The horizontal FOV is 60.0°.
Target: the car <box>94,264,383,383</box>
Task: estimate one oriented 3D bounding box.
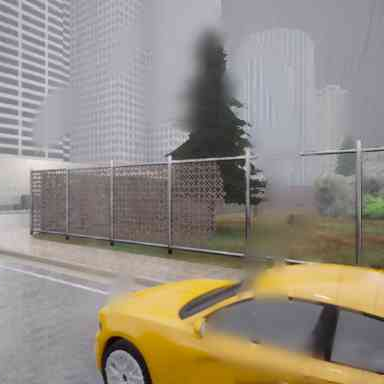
[{"bbox_3d":[1.161,1.478,3.193,5.008,1.535,1.882,0,0,35],"label":"car"}]
